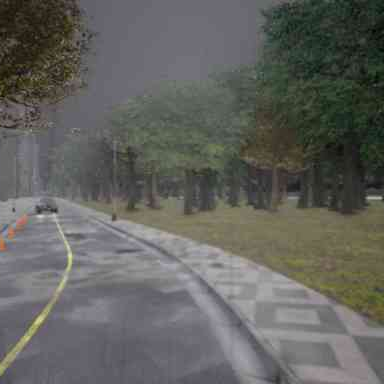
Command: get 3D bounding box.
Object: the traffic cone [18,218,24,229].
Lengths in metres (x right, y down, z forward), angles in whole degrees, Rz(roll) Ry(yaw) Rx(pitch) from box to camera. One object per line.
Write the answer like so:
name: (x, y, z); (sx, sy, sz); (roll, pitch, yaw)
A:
traffic cone: (-12.318, 2.317, 23.647); (0.340, 0.580, 0.340); (0, -1, -24)

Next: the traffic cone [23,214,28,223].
traffic cone: (-14.332, 2.367, 28.223); (0.340, 0.580, 0.340); (0, -1, -24)

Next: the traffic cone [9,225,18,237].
traffic cone: (-10.305, 2.258, 19.070); (0.340, 0.580, 0.340); (0, -1, -24)

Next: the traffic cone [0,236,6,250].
traffic cone: (-8.292, 2.197, 14.493); (0.340, 0.580, 0.340); (0, -1, -24)

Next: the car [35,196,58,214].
car: (-18.963, 1.759, 43.310); (2.150, 2.045, 5.566); (0, -1, -30)
